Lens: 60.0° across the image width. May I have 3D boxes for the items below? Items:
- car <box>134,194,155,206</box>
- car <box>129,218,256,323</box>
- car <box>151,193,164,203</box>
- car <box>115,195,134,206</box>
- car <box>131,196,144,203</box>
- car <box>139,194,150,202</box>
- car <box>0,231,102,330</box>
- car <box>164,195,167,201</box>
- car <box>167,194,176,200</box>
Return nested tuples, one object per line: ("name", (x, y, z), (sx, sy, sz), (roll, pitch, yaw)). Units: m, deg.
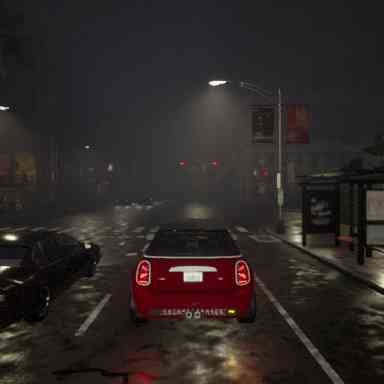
("car", (-7.617, 1.477, 53.812), (1.882, 1.535, 5.008), (0, 0, -2))
("car", (0.006, 1.352, 7.348), (2.097, 1.767, 4.553), (0, 0, 0))
("car", (-7.754, 1.225, 69.357), (2.150, 2.045, 5.566), (0, 0, -1))
("car", (-11.177, 1.350, 54.637), (2.097, 1.767, 4.553), (0, 0, 0))
("car", (-11.244, 1.595, 68.446), (1.895, 1.301, 4.718), (0, 0, -1))
("car", (-11.365, 1.355, 79.590), (2.097, 1.767, 4.553), (0, 0, -1))
("car", (-3.494, 1.547, 7.141), (2.033, 1.411, 5.357), (0, 0, 0))
("car", (-7.883, 1.225, 80.815), (2.150, 2.045, 5.566), (0, 0, 0))
("car", (-6.228, 1.355, 93.903), (2.097, 1.767, 4.553), (0, 0, 15))
